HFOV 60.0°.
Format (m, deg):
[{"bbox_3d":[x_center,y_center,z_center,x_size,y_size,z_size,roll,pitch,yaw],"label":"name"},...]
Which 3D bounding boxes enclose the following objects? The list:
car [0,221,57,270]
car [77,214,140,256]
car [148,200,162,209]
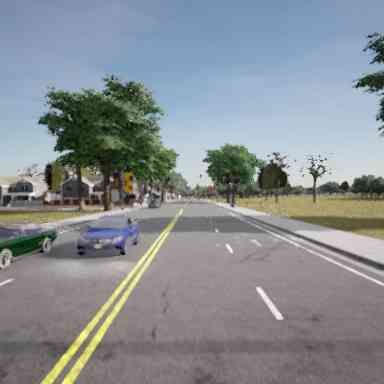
[{"bbox_3d":[-6.599,1.755,11.766,1.895,1.301,4.718,0,-1,0],"label":"car"},{"bbox_3d":[-3.348,1.711,14.151,1.812,1.442,4.674,0,-1,0],"label":"car"},{"bbox_3d":[-6.492,2.146,58.565,2.097,1.767,4.553,0,-1,0],"label":"car"}]
